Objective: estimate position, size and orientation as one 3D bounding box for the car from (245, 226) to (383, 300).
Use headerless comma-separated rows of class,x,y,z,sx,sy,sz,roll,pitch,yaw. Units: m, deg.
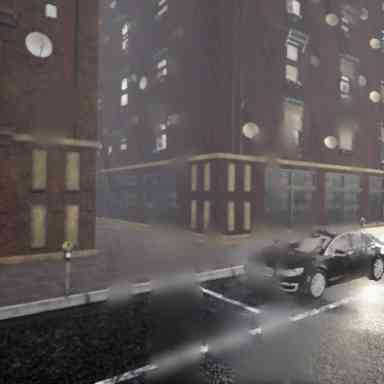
car,3.247,1.572,8.364,4.403,1.369,2.008,0,1,-35
